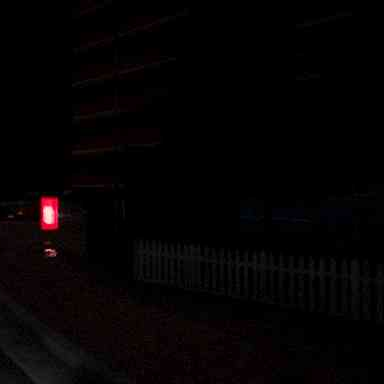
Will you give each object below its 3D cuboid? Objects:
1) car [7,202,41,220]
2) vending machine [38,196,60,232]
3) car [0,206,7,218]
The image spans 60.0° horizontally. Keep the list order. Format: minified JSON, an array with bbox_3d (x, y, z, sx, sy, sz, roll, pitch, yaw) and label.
[{"bbox_3d":[-14.195,1.619,30.213,1.882,1.535,5.008,0,0,2],"label":"car"},{"bbox_3d":[-8.597,1.291,20.054,1.100,2.100,0.880,0,0,-15],"label":"vending machine"},{"bbox_3d":[-17.719,1.606,28.590,1.882,1.535,5.008,0,0,-1],"label":"car"}]
